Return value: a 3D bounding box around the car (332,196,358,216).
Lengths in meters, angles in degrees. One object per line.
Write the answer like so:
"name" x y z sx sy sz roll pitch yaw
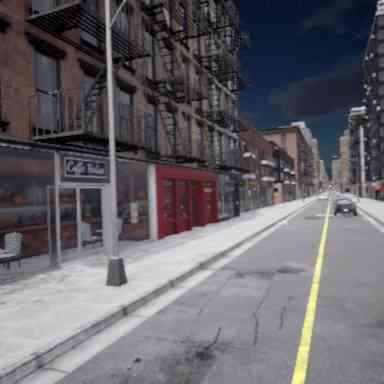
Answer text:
"car" 13.575 1.323 29.594 1.812 1.442 4.674 -2 0 23

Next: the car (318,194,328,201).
"car" 29.373 1.207 74.487 1.812 1.442 4.674 -2 -1 23

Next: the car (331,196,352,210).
"car" 17.706 1.244 39.566 2.128 1.511 4.902 -2 0 23
